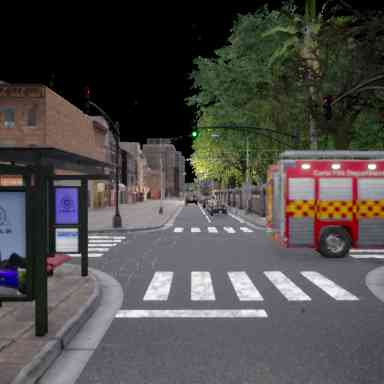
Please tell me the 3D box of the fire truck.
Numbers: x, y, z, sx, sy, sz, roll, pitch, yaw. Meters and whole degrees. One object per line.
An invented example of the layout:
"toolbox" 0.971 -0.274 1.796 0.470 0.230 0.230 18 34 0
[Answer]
"fire truck" 7.254 0.373 12.545 8.468 3.827 2.891 0 1 0

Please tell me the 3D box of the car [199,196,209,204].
"car" 2.535 1.625 70.939 1.967 1.590 4.097 -1 0 0

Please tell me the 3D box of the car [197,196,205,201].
"car" 2.509 1.895 92.739 1.947 1.339 4.313 -1 0 0

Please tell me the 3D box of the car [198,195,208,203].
"car" 2.525 1.532 76.390 2.192 1.841 5.009 -1 0 0

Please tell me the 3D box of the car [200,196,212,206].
"car" 2.548 1.568 60.039 1.967 1.590 4.097 -1 0 0

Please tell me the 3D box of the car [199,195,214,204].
"car" 2.560 1.396 49.138 2.192 1.841 5.009 -1 0 0

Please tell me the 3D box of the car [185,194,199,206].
"car" -0.070 1.338 57.373 2.150 2.045 5.566 0 0 0

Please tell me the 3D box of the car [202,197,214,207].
"car" 2.557 1.630 54.757 1.752 1.417 4.829 -1 0 0

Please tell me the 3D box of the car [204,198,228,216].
"car" 2.586 1.579 32.787 2.008 1.369 4.403 -1 0 0

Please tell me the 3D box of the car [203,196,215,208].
"car" 2.578 1.568 38.406 1.752 1.417 4.829 -1 0 0

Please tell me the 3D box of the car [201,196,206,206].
"car" 2.571 1.610 43.688 2.008 1.369 4.403 -1 0 0

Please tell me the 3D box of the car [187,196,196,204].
"car" -0.082 1.672 67.763 1.837 1.490 4.892 0 0 0
